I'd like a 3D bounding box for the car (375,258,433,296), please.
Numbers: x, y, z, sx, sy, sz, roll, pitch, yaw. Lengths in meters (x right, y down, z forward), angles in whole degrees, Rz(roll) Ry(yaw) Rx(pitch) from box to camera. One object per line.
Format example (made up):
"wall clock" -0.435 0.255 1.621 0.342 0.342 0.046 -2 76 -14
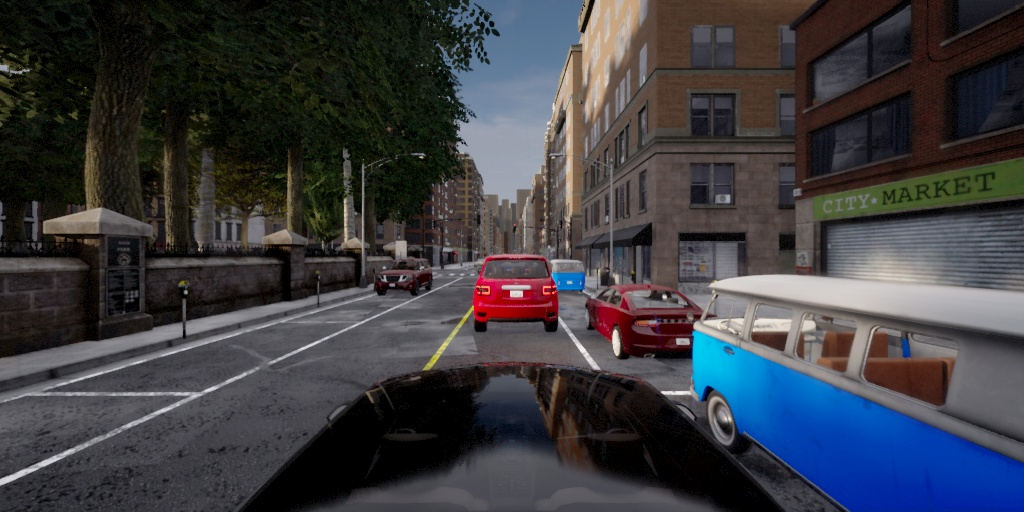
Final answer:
"car" -5.673 1.057 19.492 2.192 1.841 5.009 0 0 0

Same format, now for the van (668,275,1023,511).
"van" 2.856 1.091 2.553 1.690 1.789 3.998 0 0 0

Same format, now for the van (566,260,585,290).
"van" 2.851 1.084 19.535 1.690 1.789 3.998 0 0 0

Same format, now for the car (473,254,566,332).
"car" 0.095 0.969 10.972 2.150 2.045 5.566 0 0 0

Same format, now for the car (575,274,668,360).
"car" 2.855 1.294 8.214 1.888 1.381 4.507 0 0 0
